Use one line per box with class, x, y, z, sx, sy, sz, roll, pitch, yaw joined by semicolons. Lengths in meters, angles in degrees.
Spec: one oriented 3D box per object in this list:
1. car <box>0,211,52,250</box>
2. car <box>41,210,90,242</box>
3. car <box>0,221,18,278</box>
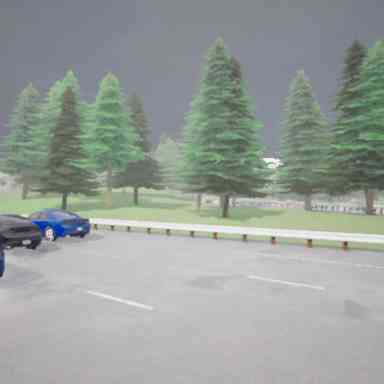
car;-8.259;1.665;13.902;4.892;1.490;1.837;0;-1;34
car;-7.563;1.678;17.620;5.008;1.535;1.882;0;-1;33
car;-6.924;1.580;8.791;5.008;1.535;1.882;0;-1;35
